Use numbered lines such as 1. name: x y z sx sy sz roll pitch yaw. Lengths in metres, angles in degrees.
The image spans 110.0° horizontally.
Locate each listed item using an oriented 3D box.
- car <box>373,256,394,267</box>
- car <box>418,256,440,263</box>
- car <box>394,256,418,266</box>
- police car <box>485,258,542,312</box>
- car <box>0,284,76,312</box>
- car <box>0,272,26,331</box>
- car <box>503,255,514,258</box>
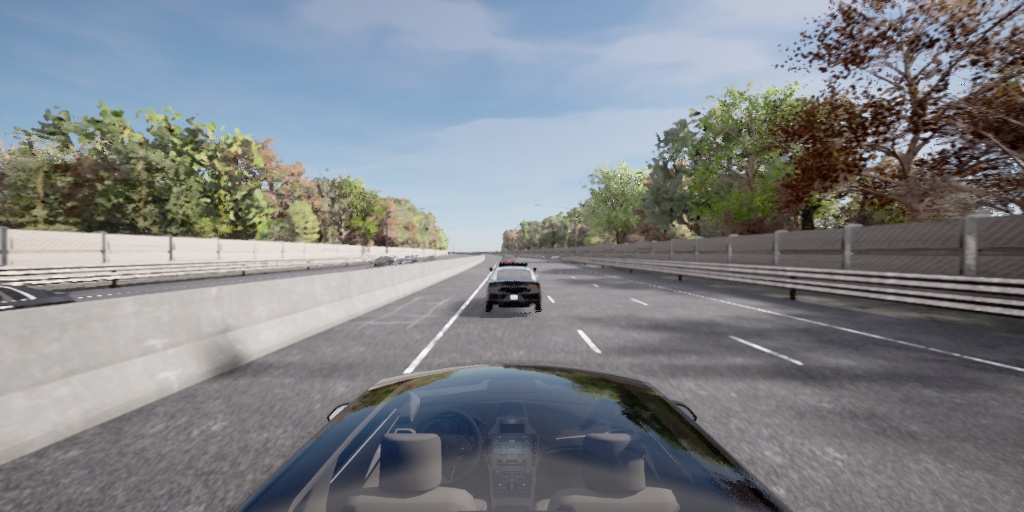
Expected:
1. car: -18.271 0.795 51.446 1.837 1.490 4.892 0 1 -1
2. car: -11.241 0.807 50.169 1.837 1.490 4.892 0 1 -1
3. car: -14.777 0.780 51.694 2.128 1.511 4.902 0 1 -1
4. police car: 0.048 1.064 13.793 1.930 1.638 5.238 0 1 0
5. car: -10.612 1.219 5.960 1.837 1.490 4.892 0 1 0
6. car: -14.115 1.208 7.282 1.837 1.490 4.892 0 1 0
7. car: -0.429 0.713 43.899 2.097 1.767 4.553 0 1 -1
